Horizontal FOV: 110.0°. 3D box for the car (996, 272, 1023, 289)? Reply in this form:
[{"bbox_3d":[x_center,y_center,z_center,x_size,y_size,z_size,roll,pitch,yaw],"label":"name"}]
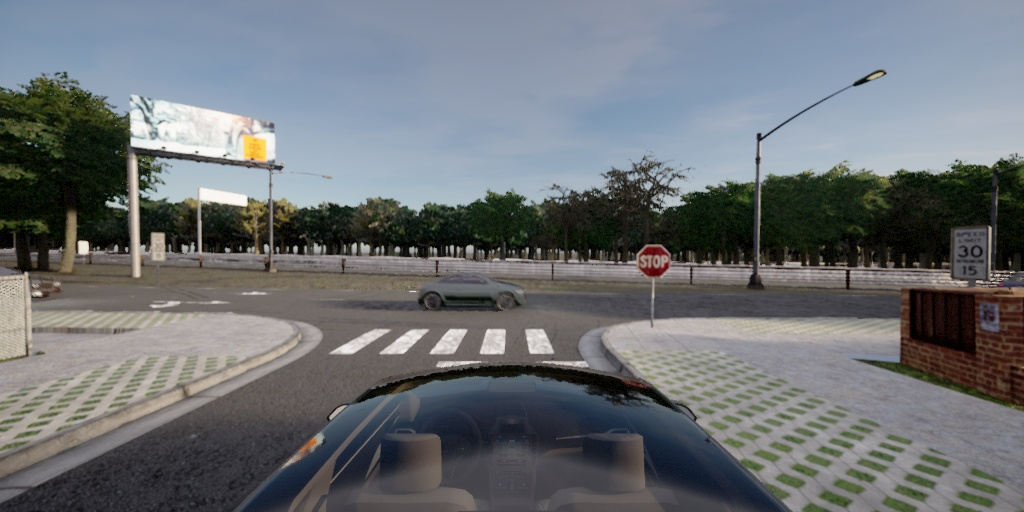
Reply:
[{"bbox_3d":[24.019,1.476,15.502,4.553,1.767,2.097,1,1,-5],"label":"car"}]

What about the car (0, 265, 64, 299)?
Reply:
[{"bbox_3d":[-21.017,1.029,13.942,5.357,1.411,2.033,1,1,1],"label":"car"}]

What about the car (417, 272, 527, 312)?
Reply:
[{"bbox_3d":[-1.513,1.323,13.973,4.181,1.385,1.994,1,1,-2],"label":"car"}]
